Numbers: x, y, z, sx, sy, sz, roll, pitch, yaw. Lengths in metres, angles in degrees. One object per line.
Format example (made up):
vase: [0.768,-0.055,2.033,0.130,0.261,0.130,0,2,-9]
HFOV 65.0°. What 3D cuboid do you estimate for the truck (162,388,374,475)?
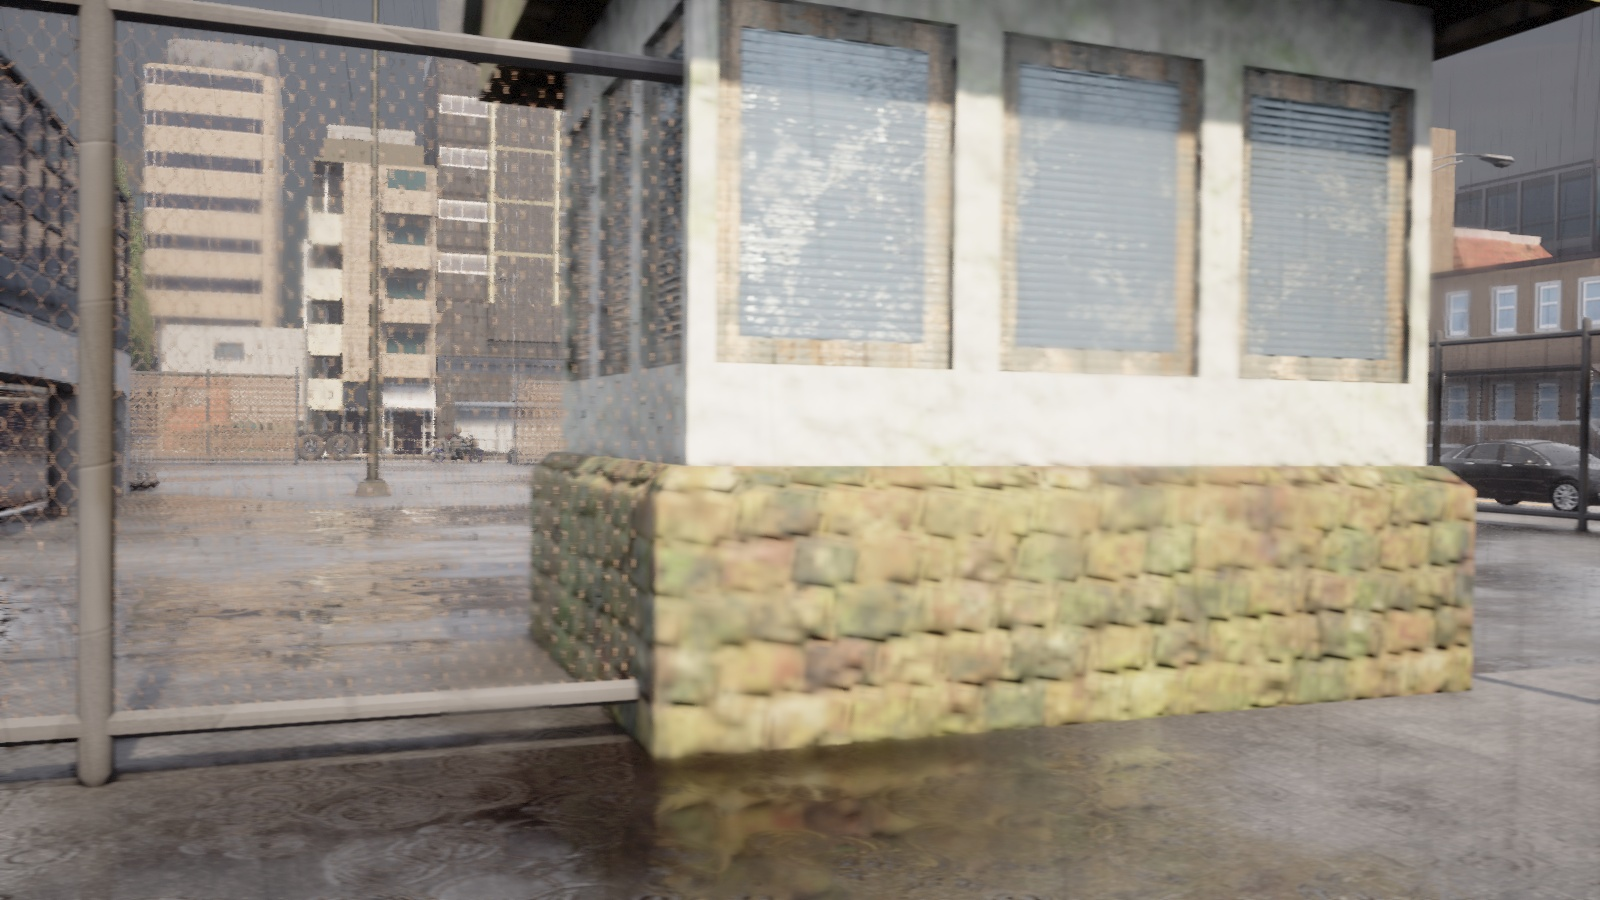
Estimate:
truck: [-22.123,-0.802,52.645,7.936,3.462,2.891,-1,1,-21]

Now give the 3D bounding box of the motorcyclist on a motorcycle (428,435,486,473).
motorcyclist on a motorcycle: [-14.054,0.149,51.455,2.191,1.530,0.866,-1,1,-21]

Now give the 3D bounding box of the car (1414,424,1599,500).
car: [15.852,0.200,27.018,1.837,1.490,4.892,-1,1,-19]
